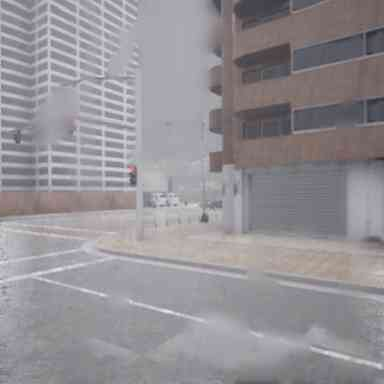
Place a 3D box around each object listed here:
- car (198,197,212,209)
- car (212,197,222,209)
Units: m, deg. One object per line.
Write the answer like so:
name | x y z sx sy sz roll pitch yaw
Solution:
car | 2.892 1.604 50.948 2.097 1.767 4.553 -1 0 35
car | 5.731 1.428 48.904 2.150 2.045 5.566 -1 -1 35
